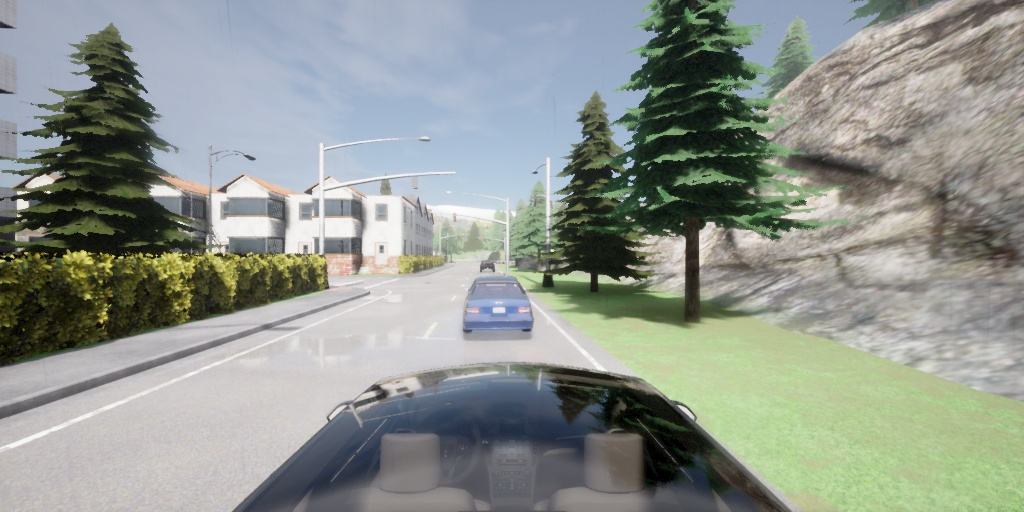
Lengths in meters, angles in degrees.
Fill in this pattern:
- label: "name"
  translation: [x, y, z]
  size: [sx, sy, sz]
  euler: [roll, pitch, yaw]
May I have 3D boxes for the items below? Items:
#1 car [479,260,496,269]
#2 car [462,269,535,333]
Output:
- label: "car"
  translation: [-3.112, 1.255, 45.312]
  size: [1.837, 1.490, 4.892]
  euler: [0, 0, -4]
- label: "car"
  translation: [-0.478, 1.297, 10.777]
  size: [2.033, 1.411, 5.357]
  euler: [0, 0, -4]
